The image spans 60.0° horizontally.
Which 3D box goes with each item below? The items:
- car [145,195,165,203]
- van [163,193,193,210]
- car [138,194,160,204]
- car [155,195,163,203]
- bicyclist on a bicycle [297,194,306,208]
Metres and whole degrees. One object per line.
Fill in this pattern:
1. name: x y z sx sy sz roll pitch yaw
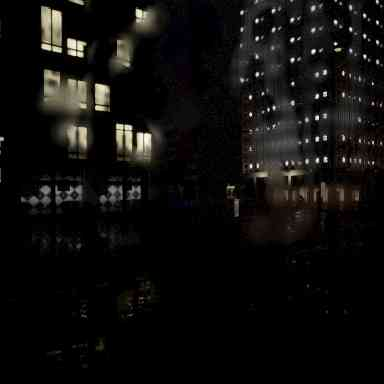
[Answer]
1. car: -7.023 1.237 63.244 1.887 1.381 4.507 0 0 -34
2. van: -1.517 1.210 40.203 1.690 1.788 3.998 0 0 -34
3. car: -7.846 1.203 59.831 1.882 1.535 5.008 -1 1 -34
4. car: -3.913 1.035 58.659 2.192 1.841 5.009 0 0 -34
5. bicyclist on a bicycle: 12.874 1.117 39.154 1.656 1.620 0.582 -1 1 -34
